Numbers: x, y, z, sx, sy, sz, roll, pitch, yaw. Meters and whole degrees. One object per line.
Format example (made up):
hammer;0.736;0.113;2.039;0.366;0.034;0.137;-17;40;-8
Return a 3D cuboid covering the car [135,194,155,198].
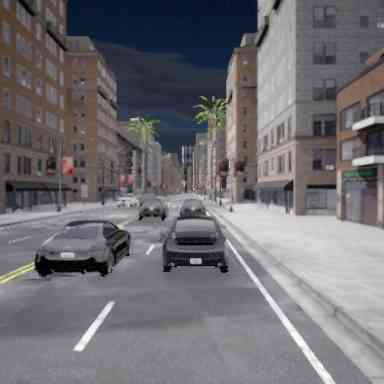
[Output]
car;-6.515;1.251;49.622;2.150;2.045;5.566;0;0;0

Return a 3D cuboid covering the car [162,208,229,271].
car;0.101;1.507;10.868;1.837;1.490;4.892;0;0;0

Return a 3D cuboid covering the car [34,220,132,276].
car;-3.150;1.565;10.427;1.994;1.385;4.181;0;0;0

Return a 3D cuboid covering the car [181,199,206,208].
car;0.097;1.363;28.118;2.097;1.767;4.553;0;0;0

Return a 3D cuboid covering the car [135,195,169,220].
car;-3.148;1.363;28.097;2.097;1.767;4.553;0;0;0

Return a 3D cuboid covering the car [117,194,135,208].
car;-9.760;1.252;50.142;2.150;2.045;5.566;0;0;0
